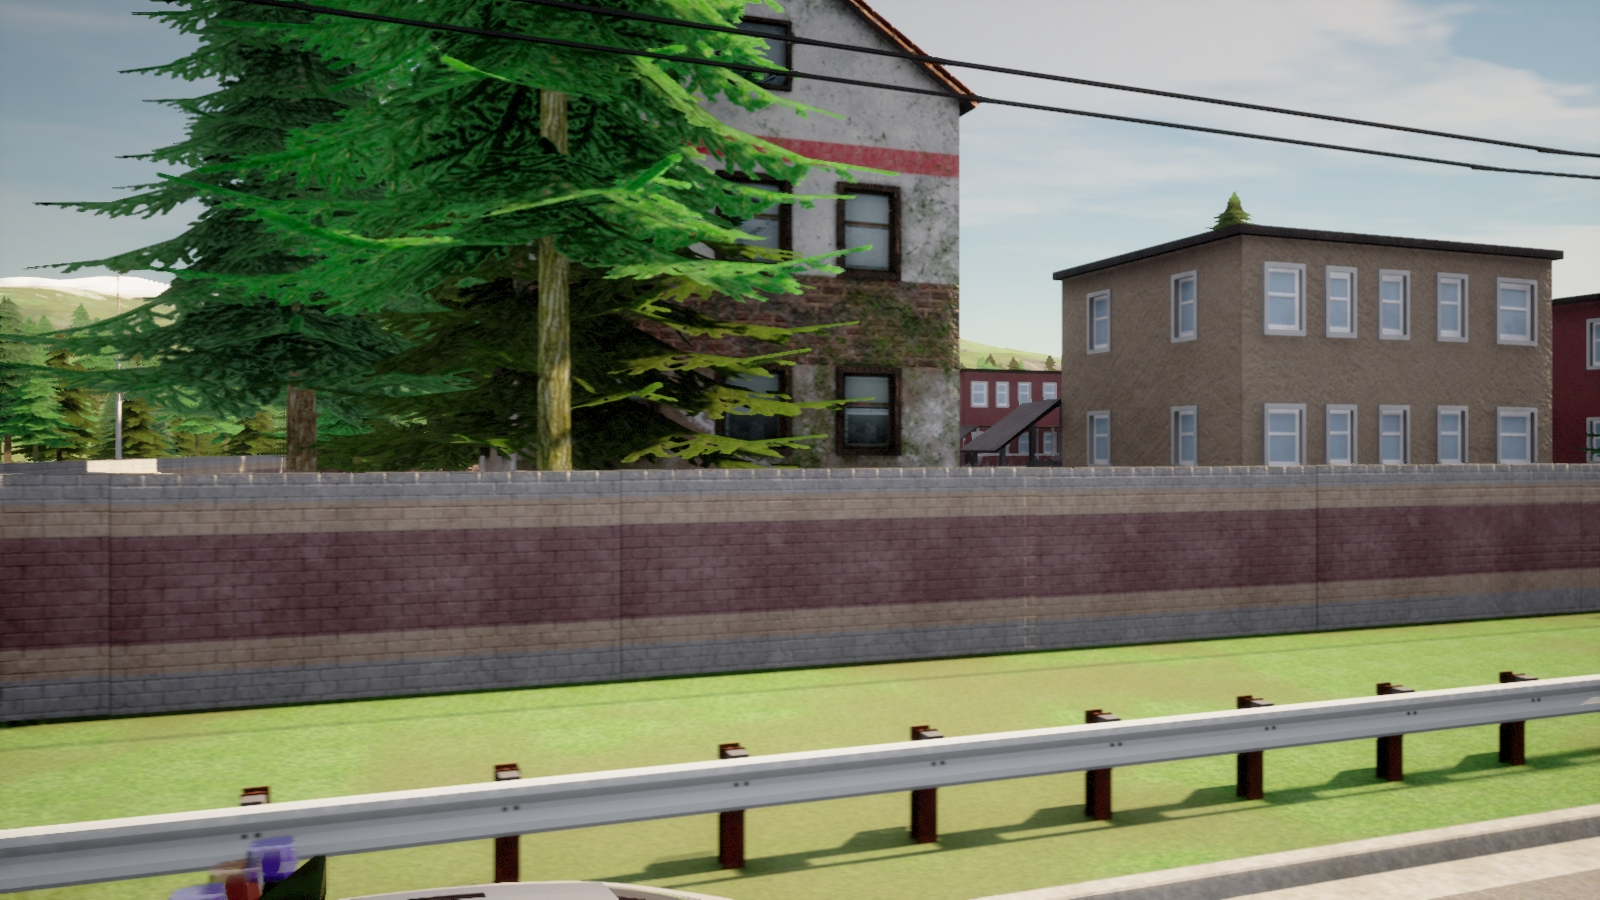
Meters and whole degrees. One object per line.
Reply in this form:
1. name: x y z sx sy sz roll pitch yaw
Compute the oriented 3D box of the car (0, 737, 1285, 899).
1. car: -1.460 1.982 2.770 5.238 1.638 2.097 0 0 -20
